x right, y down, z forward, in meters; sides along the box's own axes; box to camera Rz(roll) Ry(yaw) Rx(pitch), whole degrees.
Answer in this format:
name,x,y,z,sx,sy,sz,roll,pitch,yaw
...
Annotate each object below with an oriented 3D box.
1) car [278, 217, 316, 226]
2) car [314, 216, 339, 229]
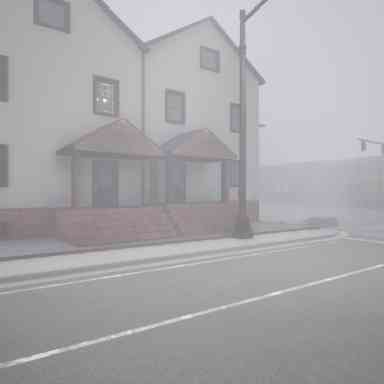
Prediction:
name,x,y,z,sx,sy,sz,roll,pitch,yaw
car,8.574,3.478,31.330,2.128,1.511,4.902,-1,-12,-36
car,11.928,3.267,33.007,1.882,1.535,5.008,-1,-13,-36
